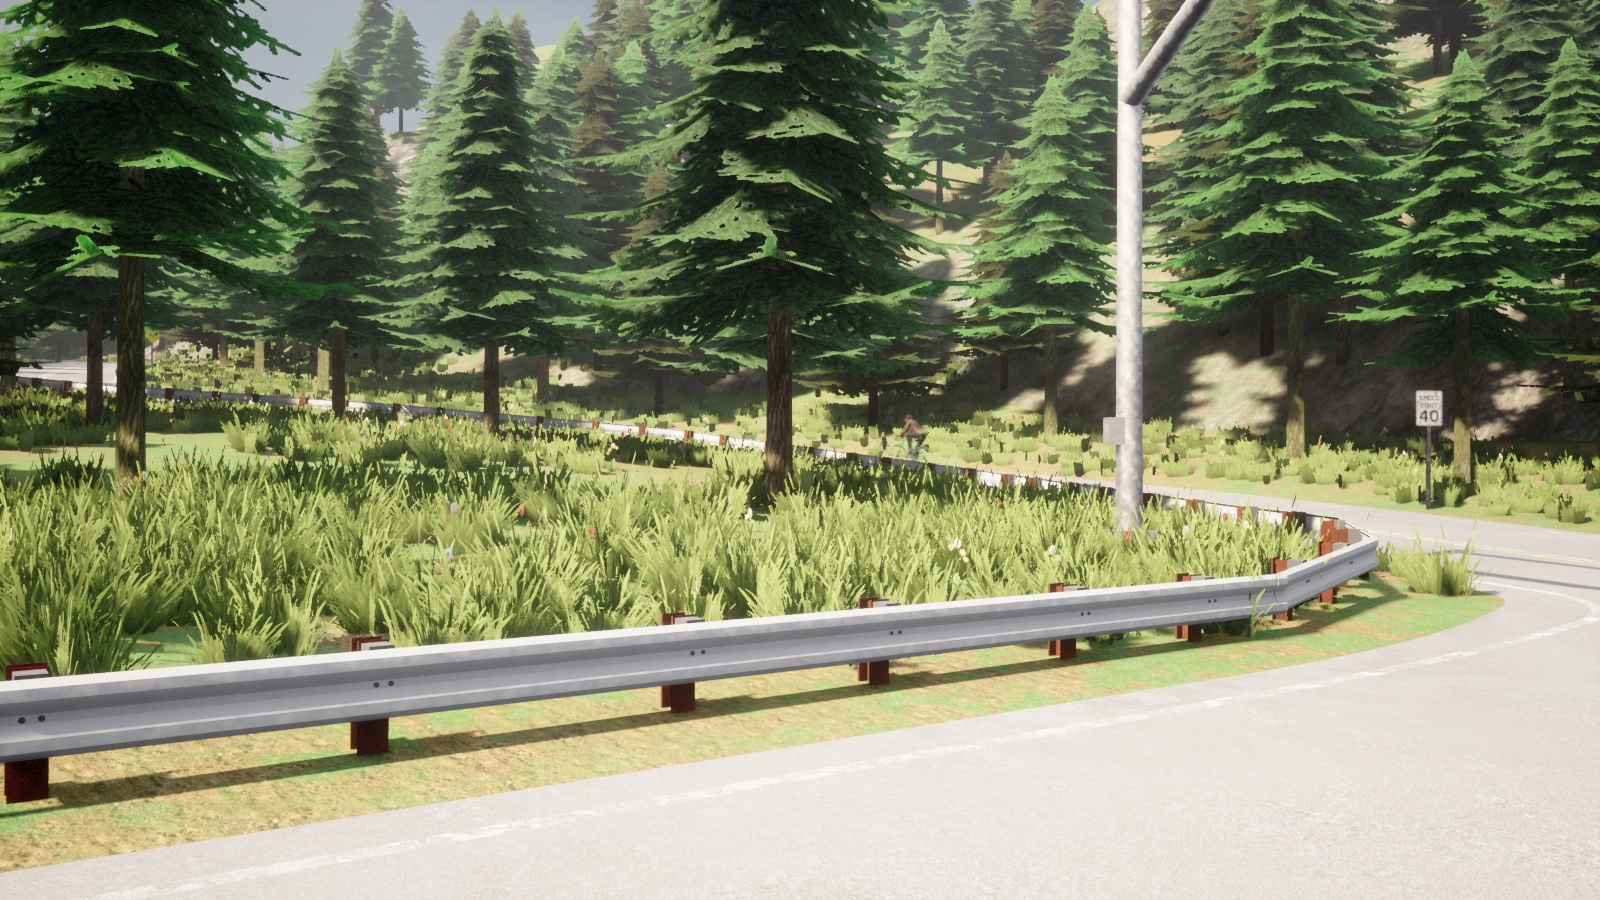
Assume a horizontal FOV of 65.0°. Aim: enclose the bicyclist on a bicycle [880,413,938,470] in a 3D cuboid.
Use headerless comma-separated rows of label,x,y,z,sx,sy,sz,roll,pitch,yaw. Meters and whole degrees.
bicyclist on a bicycle,3.294,-0.273,38.177,1.656,1.620,0.582,5,4,41
